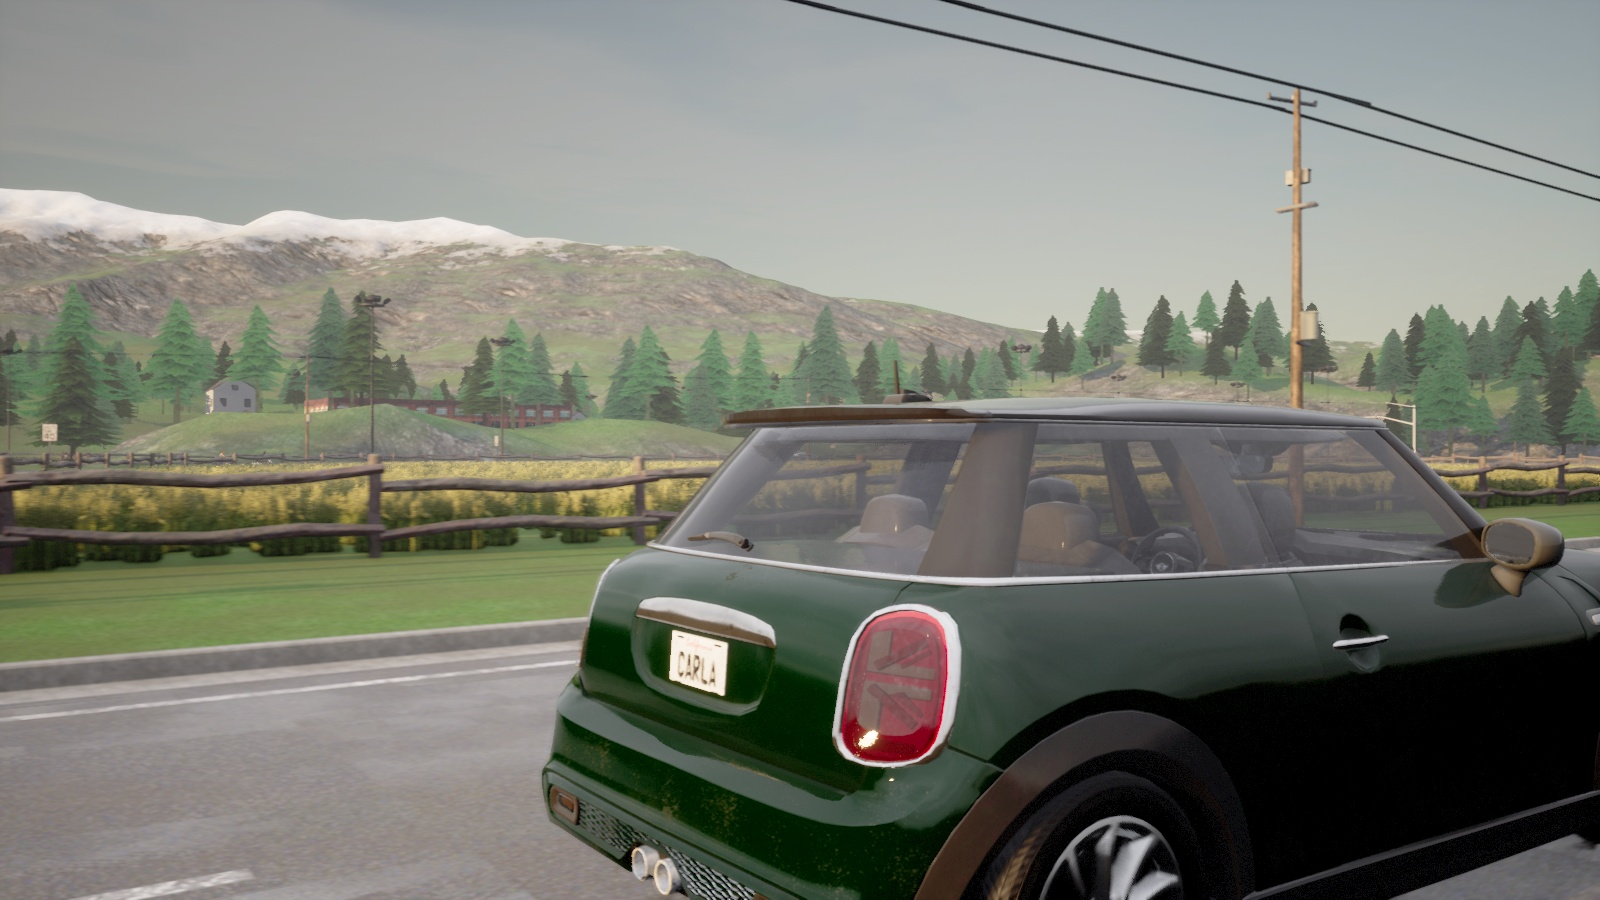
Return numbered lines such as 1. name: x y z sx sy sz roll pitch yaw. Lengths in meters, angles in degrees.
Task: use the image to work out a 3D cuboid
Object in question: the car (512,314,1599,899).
1. car: 1.491 0.612 4.697 4.553 1.767 2.097 0 0 -35
